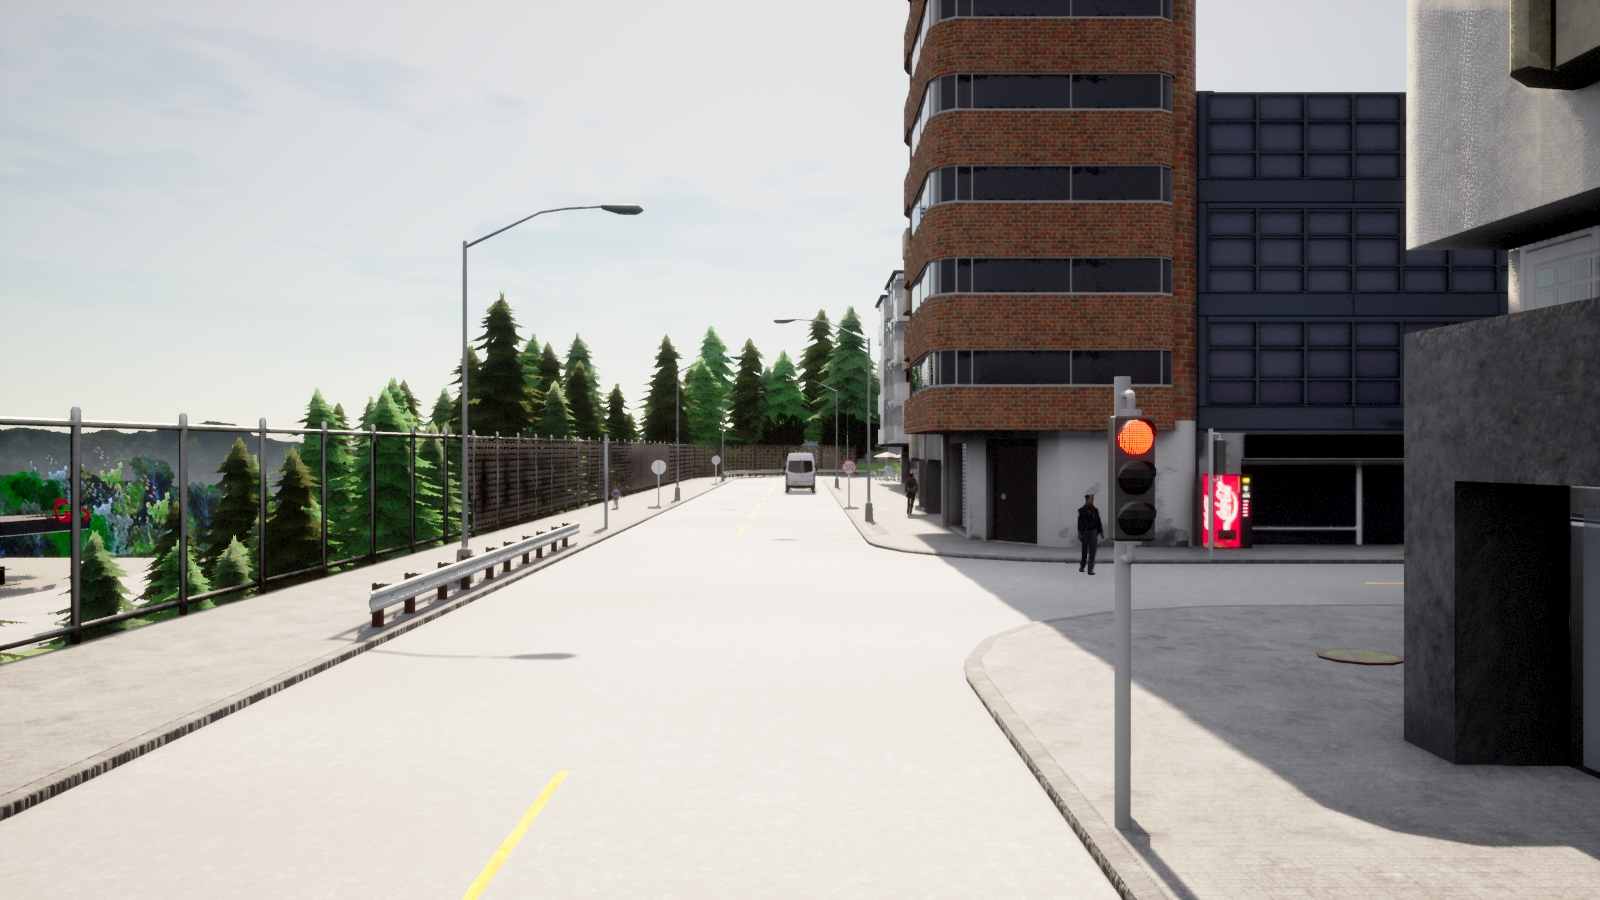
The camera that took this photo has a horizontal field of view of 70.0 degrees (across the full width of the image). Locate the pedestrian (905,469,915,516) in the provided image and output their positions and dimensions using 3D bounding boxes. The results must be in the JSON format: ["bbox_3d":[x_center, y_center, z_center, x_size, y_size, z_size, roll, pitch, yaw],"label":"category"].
[{"bbox_3d":[4.485,1.726,46.423,0.375,1.860,0.375,0,0,2],"label":"pedestrian"}]

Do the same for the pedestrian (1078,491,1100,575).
[{"bbox_3d":[6.426,1.838,25.408,0.375,1.860,0.375,0,0,0],"label":"pedestrian"}]

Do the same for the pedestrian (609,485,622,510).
[{"bbox_3d":[-8.250,2.105,51.140,0.500,1.100,0.500,0,0,0],"label":"pedestrian"}]

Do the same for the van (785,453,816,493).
[{"bbox_3d":[0.027,1.505,76.968,1.988,2.561,5.915,0,0,0],"label":"van"}]
